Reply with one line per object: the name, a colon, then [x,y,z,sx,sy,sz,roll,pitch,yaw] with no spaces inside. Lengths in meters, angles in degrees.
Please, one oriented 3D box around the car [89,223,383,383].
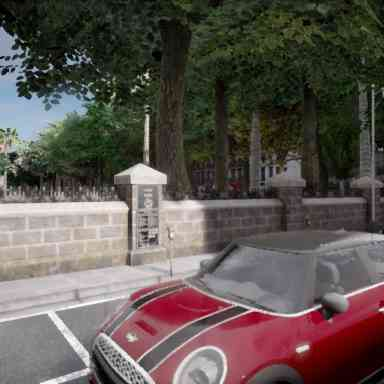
car: [1.124,1.351,4.180,4.553,1.767,2.097,0,0,-35]
